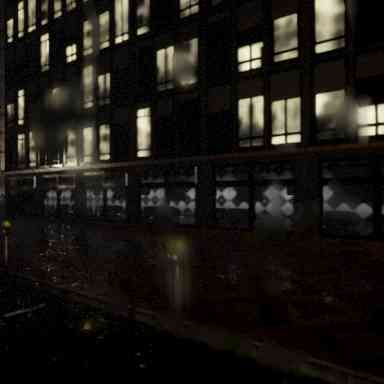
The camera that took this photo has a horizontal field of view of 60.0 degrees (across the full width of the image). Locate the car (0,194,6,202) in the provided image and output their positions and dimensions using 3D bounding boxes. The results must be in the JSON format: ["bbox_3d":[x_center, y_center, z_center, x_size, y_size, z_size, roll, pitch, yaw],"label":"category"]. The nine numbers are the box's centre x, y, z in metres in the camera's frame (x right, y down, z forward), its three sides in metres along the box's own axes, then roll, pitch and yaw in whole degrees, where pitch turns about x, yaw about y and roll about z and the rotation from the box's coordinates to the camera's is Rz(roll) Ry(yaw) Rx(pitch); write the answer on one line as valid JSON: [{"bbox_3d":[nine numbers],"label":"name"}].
[{"bbox_3d":[-30.761,0.949,55.840,1.947,1.339,4.313,0,1,36],"label":"car"}]
